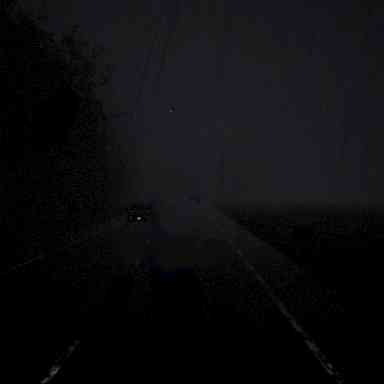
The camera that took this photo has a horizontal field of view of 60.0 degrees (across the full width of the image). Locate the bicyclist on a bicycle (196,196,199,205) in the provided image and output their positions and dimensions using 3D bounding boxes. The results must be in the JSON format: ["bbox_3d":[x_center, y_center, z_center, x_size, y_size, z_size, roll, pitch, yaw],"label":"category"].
[{"bbox_3d":[0.987,1.468,59.181,0.582,1.620,1.656,0,0,0],"label":"bicyclist on a bicycle"}]

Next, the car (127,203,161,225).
[{"bbox_3d":[-3.389,1.497,23.841,2.128,1.511,4.902,0,0,0],"label":"car"}]

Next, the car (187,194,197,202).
[{"bbox_3d":[0.030,1.368,74.357,2.097,1.767,4.553,0,0,0],"label":"car"}]

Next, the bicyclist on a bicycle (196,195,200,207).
[{"bbox_3d":[0.984,1.383,50.396,0.659,1.776,1.843,0,0,0],"label":"bicyclist on a bicycle"}]

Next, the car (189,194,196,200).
[{"bbox_3d":[0.035,1.381,86.984,1.837,1.490,4.892,0,0,0],"label":"car"}]
